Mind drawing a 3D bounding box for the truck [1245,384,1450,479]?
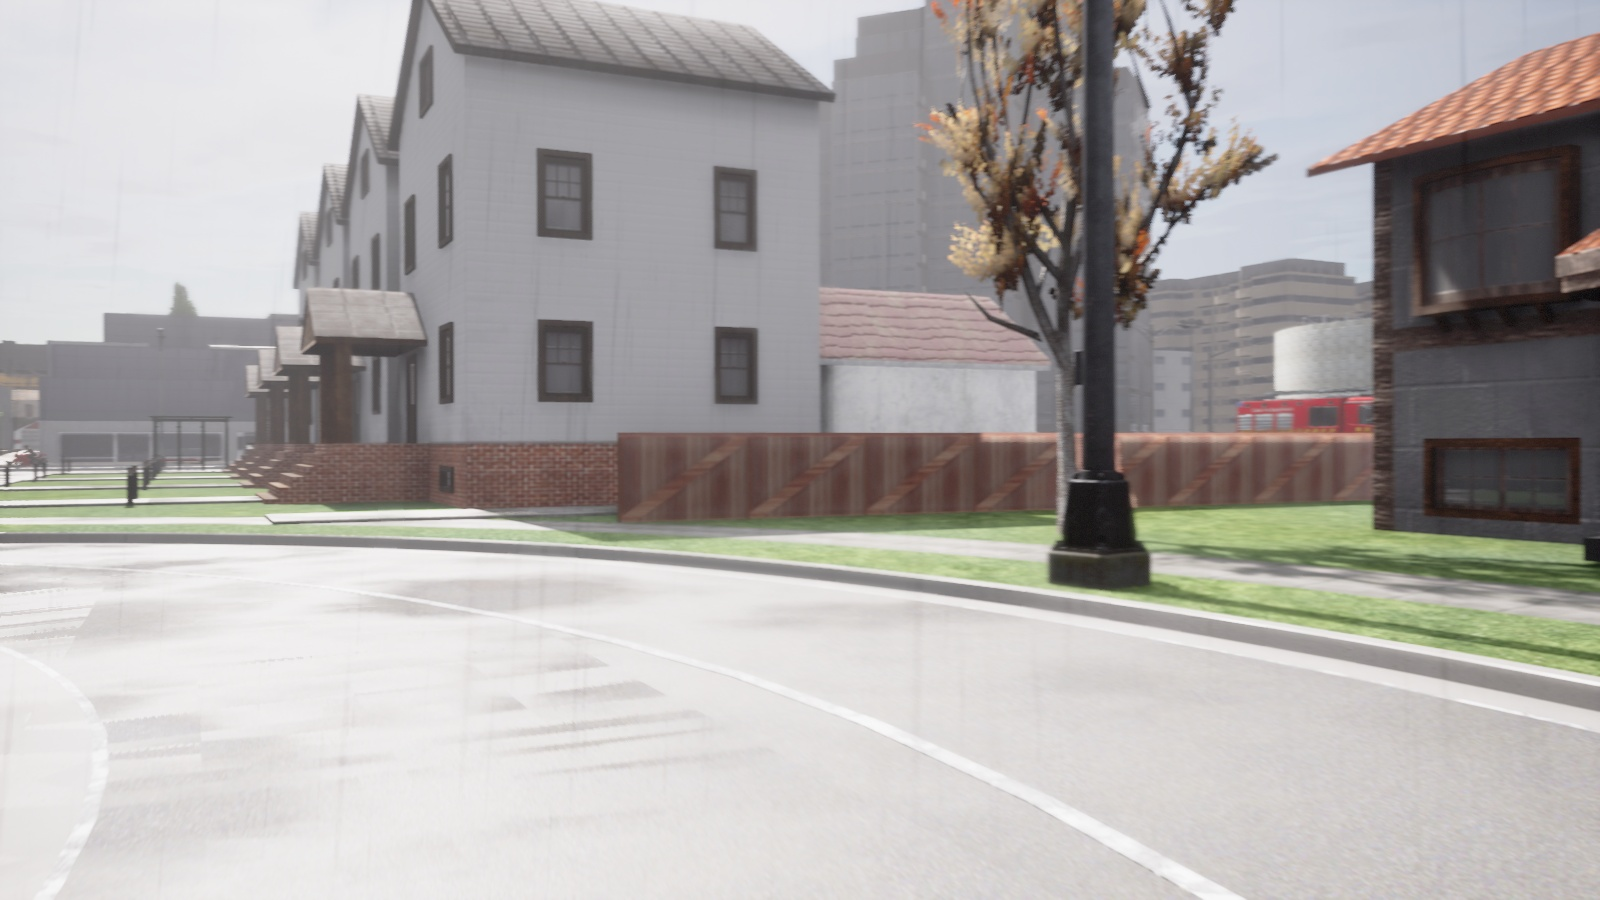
[{"bbox_3d":[23.818,-0.763,55.254,2.891,3.827,8.468,0,0,-25],"label":"truck"}]

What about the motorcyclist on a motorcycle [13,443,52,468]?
[{"bbox_3d":[-48.557,0.343,79.490,2.044,1.523,0.797,0,0,-26],"label":"motorcyclist on a motorcycle"}]
